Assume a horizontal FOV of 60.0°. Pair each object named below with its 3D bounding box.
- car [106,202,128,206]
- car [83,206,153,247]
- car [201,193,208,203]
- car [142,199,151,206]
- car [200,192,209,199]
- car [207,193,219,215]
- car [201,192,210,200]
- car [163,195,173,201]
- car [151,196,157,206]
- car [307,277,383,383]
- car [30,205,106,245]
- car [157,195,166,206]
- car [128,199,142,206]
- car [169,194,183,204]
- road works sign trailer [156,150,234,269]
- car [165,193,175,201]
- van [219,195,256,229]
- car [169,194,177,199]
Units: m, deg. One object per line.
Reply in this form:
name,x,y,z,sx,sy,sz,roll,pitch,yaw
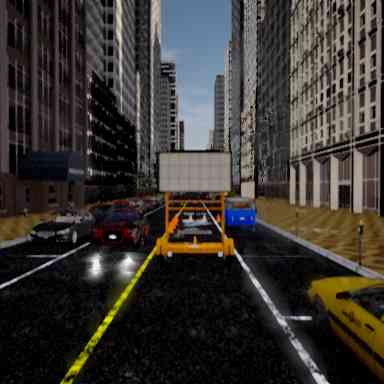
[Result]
car,-5.546,1.481,20.593,1.947,1.339,4.313,-1,0,0
car,-2.993,1.503,14.579,1.994,1.385,4.181,0,0,0
car,3.127,1.304,60.315,2.008,1.369,4.403,-1,0,0
car,-5.463,1.419,31.960,2.008,1.369,4.403,-1,0,0
car,3.334,0.950,88.733,2.192,1.841,5.009,-1,0,0
car,2.915,1.185,31.898,2.192,1.841,5.009,-1,0,0
car,3.292,0.974,83.049,2.192,1.841,5.009,-1,0,0
car,-5.170,1.287,71.744,1.802,1.307,4.206,-1,0,0
car,-5.421,1.427,37.644,1.802,1.307,4.206,-1,0,0
car,2.710,1.510,3.651,1.752,1.417,4.829,-1,0,0
car,-5.588,1.489,14.910,2.008,1.369,4.403,-1,0,0
car,-5.337,1.350,49.011,2.008,1.369,4.403,-1,0,0
car,-5.504,1.437,26.277,1.887,1.381,4.507,-1,0,0
car,-2.569,1.280,58.515,1.882,1.535,5.008,0,0,0
road works sign trailer,0.099,0.419,10.927,2.380,3.560,2.880,0,0,1
car,-5.129,1.122,77.427,1.967,1.590,4.097,-1,0,0
van,2.832,1.257,20.531,1.690,1.788,3.998,-1,0,0
car,-5.046,1.160,88.625,1.752,1.417,4.829,-1,0,0
